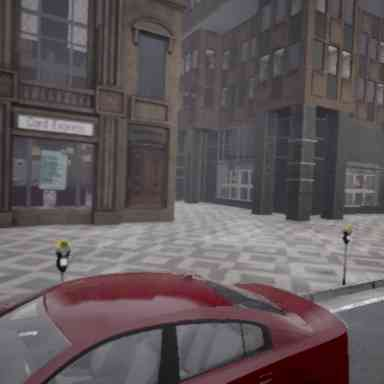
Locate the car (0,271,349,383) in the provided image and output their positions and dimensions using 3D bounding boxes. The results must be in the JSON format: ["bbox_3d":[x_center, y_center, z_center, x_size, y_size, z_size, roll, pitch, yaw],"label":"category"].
[{"bbox_3d":[-0.712,1.411,2.583,4.507,1.381,1.887,1,2,-30],"label":"car"}]
